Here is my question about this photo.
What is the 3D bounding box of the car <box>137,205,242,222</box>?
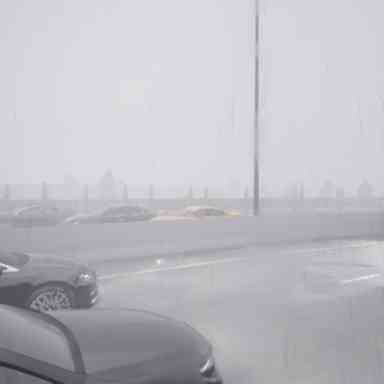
[{"bbox_3d":[0.148,1.433,16.198,5.008,1.535,1.882,0,0,-29],"label":"car"}]

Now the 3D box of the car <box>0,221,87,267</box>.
[{"bbox_3d":[-3.949,1.464,5.124,4.902,1.511,2.128,0,0,-35],"label":"car"}]

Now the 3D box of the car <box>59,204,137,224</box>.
[{"bbox_3d":[-4.179,1.443,17.682,4.892,1.490,1.837,0,0,-31],"label":"car"}]

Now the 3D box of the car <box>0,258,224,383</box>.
[{"bbox_3d":[-1.883,1.512,2.314,4.674,1.442,1.812,0,0,-35],"label":"car"}]

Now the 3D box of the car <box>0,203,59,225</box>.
[{"bbox_3d":[-8.959,1.411,18.814,4.902,1.511,2.128,0,0,-33],"label":"car"}]
